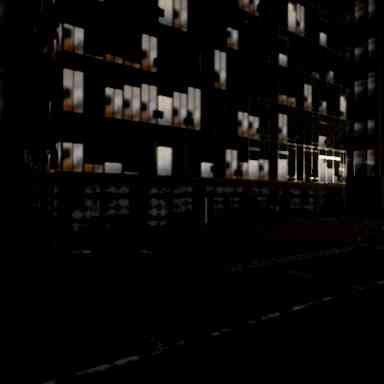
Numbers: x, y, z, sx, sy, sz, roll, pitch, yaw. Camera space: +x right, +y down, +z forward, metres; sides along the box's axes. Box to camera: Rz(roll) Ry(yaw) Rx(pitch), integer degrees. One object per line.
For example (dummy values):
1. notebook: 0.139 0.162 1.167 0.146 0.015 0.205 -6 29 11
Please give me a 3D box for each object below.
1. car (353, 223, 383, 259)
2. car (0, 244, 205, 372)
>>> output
1. car: 7.520 1.705 11.927 4.206 1.307 1.802 1 0 -36
2. car: -1.757 1.581 5.308 4.313 1.339 1.947 1 0 -36
